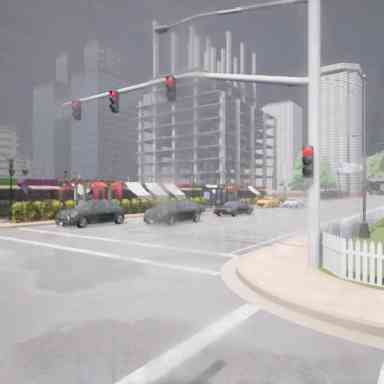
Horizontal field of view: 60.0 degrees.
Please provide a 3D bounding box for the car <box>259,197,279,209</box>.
[{"bbox_3d":[10.747,1.474,46.994,1.882,1.535,5.008,0,0,35],"label":"car"}]

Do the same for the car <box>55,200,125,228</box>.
[{"bbox_3d":[-6.702,1.348,22.129,2.097,1.767,4.553,0,0,35],"label":"car"}]

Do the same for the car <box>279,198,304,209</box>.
[{"bbox_3d":[13.943,1.523,45.447,1.812,1.442,4.674,0,0,35],"label":"car"}]

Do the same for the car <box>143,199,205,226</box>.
[{"bbox_3d":[-1.361,1.349,23.652,2.097,1.767,4.553,0,0,35],"label":"car"}]

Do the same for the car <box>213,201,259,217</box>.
[{"bbox_3d":[4.070,1.545,31.415,2.033,1.411,5.357,0,0,35],"label":"car"}]
